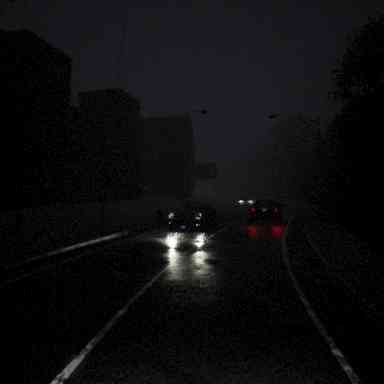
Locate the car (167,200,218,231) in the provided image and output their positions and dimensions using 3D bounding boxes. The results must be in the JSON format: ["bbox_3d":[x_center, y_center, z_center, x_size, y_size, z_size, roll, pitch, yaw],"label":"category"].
[{"bbox_3d":[0.149,1.294,20.027,2.097,1.767,4.553,0,0,17],"label":"car"}]

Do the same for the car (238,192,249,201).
[{"bbox_3d":[9.657,0.728,61.371,1.882,1.535,5.008,0,2,3],"label":"car"}]

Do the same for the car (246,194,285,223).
[{"bbox_3d":[5.582,1.227,24.656,2.097,1.767,4.553,0,1,18],"label":"car"}]

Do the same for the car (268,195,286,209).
[{"bbox_3d":[10.600,1.202,41.529,2.033,1.411,5.357,0,1,14],"label":"car"}]
